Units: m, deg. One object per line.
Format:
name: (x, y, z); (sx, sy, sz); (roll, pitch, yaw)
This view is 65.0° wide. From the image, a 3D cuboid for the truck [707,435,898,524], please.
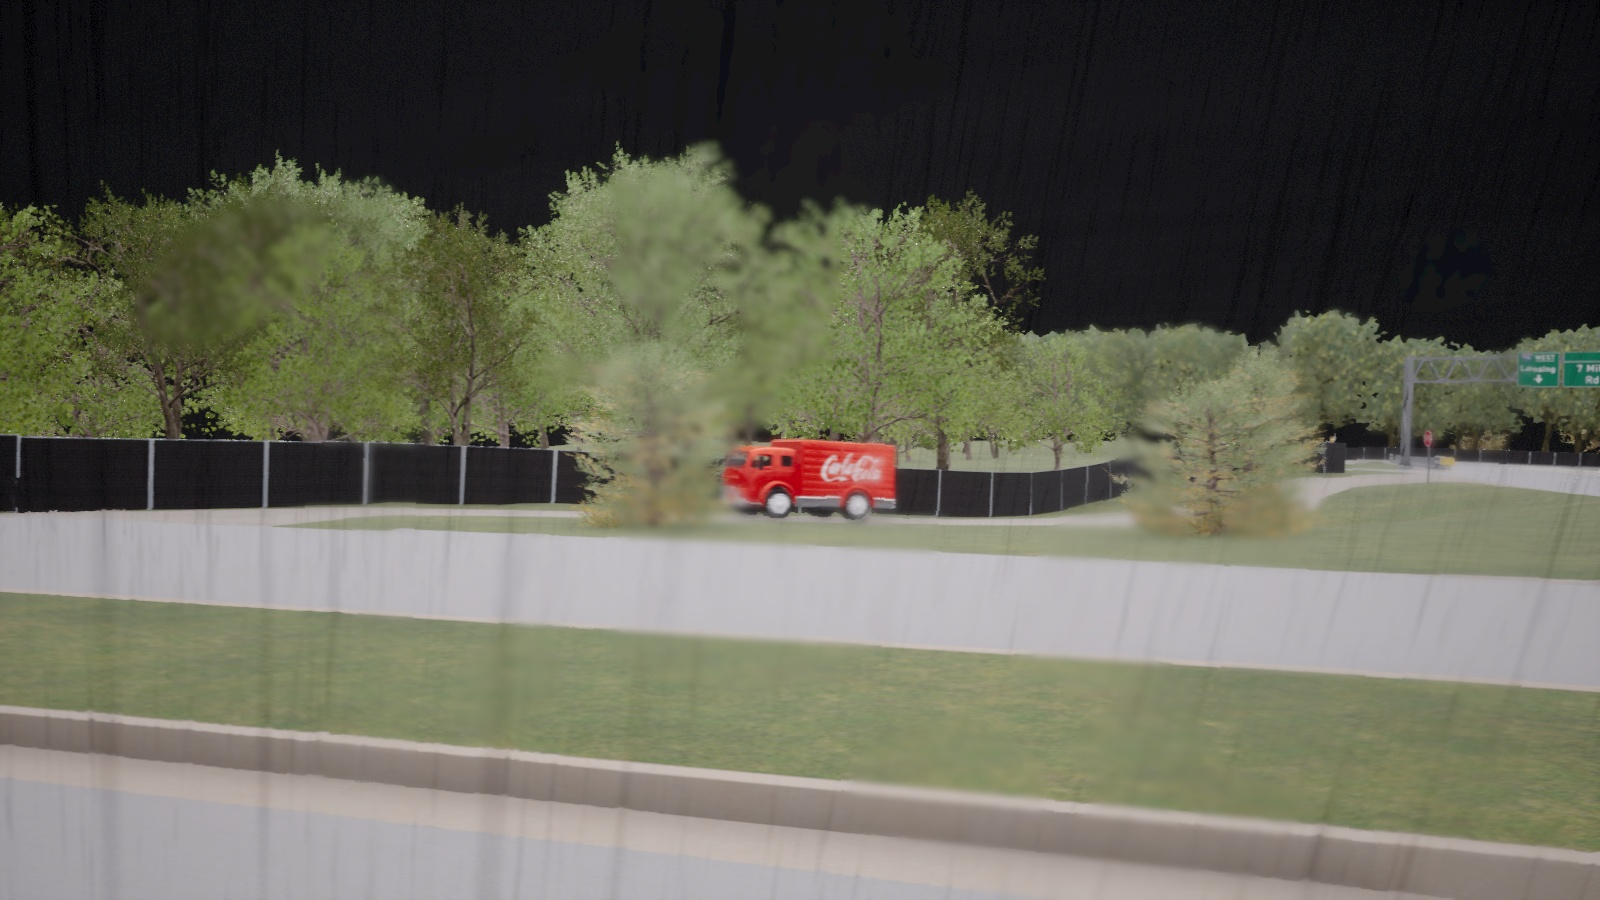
truck: (0.092, 0.927, 38.992); (5.204, 2.467, 2.627); (4, -2, -28)
